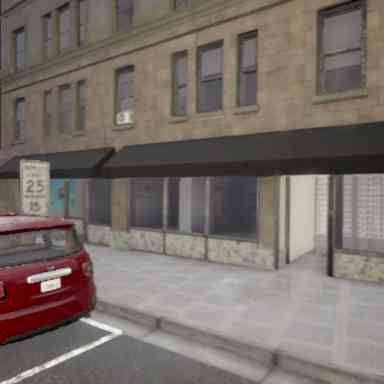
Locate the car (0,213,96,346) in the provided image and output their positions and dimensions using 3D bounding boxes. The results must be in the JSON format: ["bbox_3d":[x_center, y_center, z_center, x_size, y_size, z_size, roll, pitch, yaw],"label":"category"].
[{"bbox_3d":[-3.803,1.306,5.778,5.009,1.841,2.192,0,1,35],"label":"car"}]
